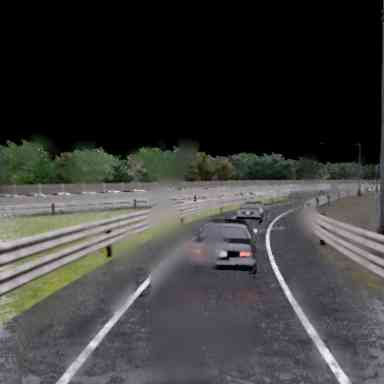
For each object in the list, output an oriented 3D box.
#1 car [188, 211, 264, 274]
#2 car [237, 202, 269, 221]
[{"bbox_3d":[1.107,1.565,10.708,2.033,1.411,5.357,0,0,9],"label":"car"},{"bbox_3d":[4.572,1.428,24.760,2.033,1.411,5.357,1,1,19],"label":"car"}]
